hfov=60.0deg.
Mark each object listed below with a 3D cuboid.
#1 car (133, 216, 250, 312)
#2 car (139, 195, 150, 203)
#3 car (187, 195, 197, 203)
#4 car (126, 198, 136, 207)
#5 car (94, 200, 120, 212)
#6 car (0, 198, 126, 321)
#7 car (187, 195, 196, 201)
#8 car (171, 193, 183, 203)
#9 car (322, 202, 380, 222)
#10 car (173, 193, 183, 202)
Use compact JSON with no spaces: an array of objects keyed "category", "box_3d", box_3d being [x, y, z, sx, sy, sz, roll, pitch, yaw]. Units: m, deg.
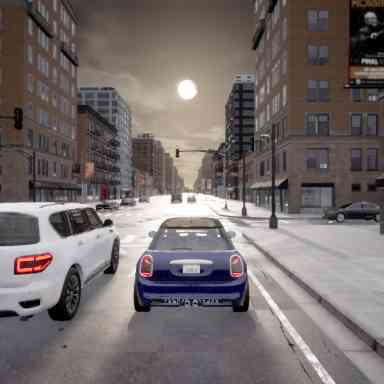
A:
[{"category":"car","box_3d":[-0.003,1.352,7.864,2.097,1.767,4.553,0,0,0]},{"category":"car","box_3d":[-9.841,1.495,68.820,1.837,1.490,4.892,0,0,0]},{"category":"car","box_3d":[-0.090,1.482,69.248,2.128,1.511,4.902,0,0,0]},{"category":"car","box_3d":[-9.911,1.559,51.578,1.994,1.385,4.181,0,0,0]},{"category":"car","box_3d":[-9.900,1.600,39.136,1.895,1.301,4.718,0,0,0]},{"category":"car","box_3d":[-3.158,1.223,7.407,2.150,2.045,5.566,0,0,0]},{"category":"car","box_3d":[-0.104,1.453,79.697,1.895,1.301,4.718,0,0,0]},{"category":"car","box_3d":[-3.254,1.211,69.992,2.150,2.045,5.566,0,0,0]},{"category":"car","box_3d":[12.688,1.545,25.901,4.892,1.490,1.837,0,0,2]},{"category":"car","box_3d":[-3.354,1.212,80.382,2.150,2.045,5.566,0,0,0]}]
